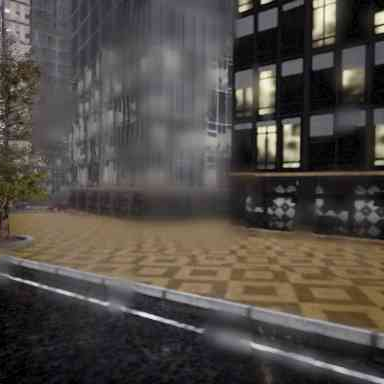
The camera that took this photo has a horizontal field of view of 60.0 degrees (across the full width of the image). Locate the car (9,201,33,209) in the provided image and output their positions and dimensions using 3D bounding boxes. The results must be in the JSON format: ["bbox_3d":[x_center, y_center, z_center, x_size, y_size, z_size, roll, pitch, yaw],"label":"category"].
[{"bbox_3d":[-31.183,2.326,59.939,4.403,1.369,2.008,0,1,-34],"label":"car"}]

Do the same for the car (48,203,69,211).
[{"bbox_3d":[-22.054,2.473,56.638,4.507,1.381,1.887,0,1,-34],"label":"car"}]
